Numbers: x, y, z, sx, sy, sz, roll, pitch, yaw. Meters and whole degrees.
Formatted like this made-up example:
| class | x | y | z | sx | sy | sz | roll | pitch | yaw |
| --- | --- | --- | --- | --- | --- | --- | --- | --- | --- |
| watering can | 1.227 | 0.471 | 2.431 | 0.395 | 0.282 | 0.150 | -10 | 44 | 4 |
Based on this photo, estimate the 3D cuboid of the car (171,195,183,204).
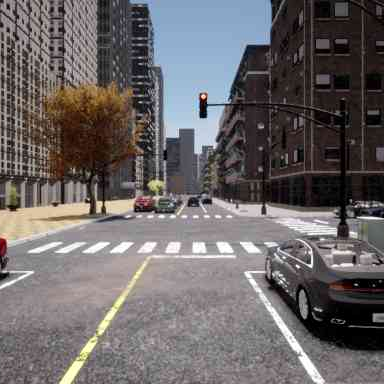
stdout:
| class | x | y | z | sx | sy | sz | roll | pitch | yaw |
| --- | --- | --- | --- | --- | --- | --- | --- | --- | --- |
| car | -2.889 | 1.402 | 65.096 | 2.097 | 1.767 | 4.553 | 0 | 0 | 1 |

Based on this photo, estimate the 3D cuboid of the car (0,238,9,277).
| class | x | y | z | sx | sy | sz | roll | pitch | yaw |
| --- | --- | --- | --- | --- | --- | --- | --- | --- | --- |
| car | -5.675 | 1.545 | 6.925 | 1.887 | 1.381 | 4.507 | 0 | 0 | 0 |

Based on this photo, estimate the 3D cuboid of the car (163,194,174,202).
| class | x | y | z | sx | sy | sz | roll | pitch | yaw |
| --- | --- | --- | --- | --- | --- | --- | --- | --- | --- |
| car | -5.508 | 1.386 | 77.973 | 2.192 | 1.841 | 5.009 | 0 | 0 | 0 |

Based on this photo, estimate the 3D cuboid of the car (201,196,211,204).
| class | x | y | z | sx | sy | sz | roll | pitch | yaw |
| --- | --- | --- | --- | --- | --- | --- | --- | --- | --- |
| car | 2.847 | 1.578 | 67.077 | 1.752 | 1.417 | 4.829 | 0 | 0 | 0 |

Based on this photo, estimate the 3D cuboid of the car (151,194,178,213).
| class | x | y | z | sx | sy | sz | roll | pitch | yaw |
| --- | --- | --- | --- | --- | --- | --- | --- | --- | --- |
| car | -2.985 | 1.371 | 36.995 | 2.097 | 1.767 | 4.553 | 0 | 0 | -1 |

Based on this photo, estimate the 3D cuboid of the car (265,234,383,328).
| class | x | y | z | sx | sy | sz | roll | pitch | yaw |
| --- | --- | --- | --- | --- | --- | --- | --- | --- | --- |
| car | 2.705 | 1.551 | 6.905 | 2.008 | 1.369 | 4.403 | 0 | 0 | 0 |

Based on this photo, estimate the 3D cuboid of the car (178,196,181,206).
| class | x | y | z | sx | sy | sz | roll | pitch | yaw |
| --- | --- | --- | --- | --- | --- | --- | --- | --- | --- |
| car | -2.990 | 1.629 | 45.979 | 1.895 | 1.301 | 4.718 | 0 | 0 | 0 |

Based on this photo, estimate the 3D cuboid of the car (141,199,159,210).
| class | x | y | z | sx | sy | sz | roll | pitch | yaw |
| --- | --- | --- | --- | --- | --- | --- | --- | --- | --- |
| car | -5.586 | 1.592 | 44.836 | 1.947 | 1.339 | 4.313 | 0 | 0 | 0 |

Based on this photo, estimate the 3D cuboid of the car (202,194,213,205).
| class | x | y | z | sx | sy | sz | roll | pitch | yaw |
| --- | --- | --- | --- | --- | --- | --- | --- | --- | --- |
| car | 2.834 | 1.611 | 61.384 | 1.947 | 1.339 | 4.313 | 0 | 0 | 0 |

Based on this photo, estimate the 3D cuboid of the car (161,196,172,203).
| class | x | y | z | sx | sy | sz | roll | pitch | yaw |
| --- | --- | --- | --- | --- | --- | --- | --- | --- | --- |
| car | -5.521 | 1.627 | 72.451 | 1.947 | 1.339 | 4.313 | 0 | 0 | 0 |

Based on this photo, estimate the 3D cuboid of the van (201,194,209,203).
| class | x | y | z | sx | sy | sz | roll | pitch | yaw |
| --- | --- | --- | --- | --- | --- | --- | --- | --- | --- |
| van | 2.860 | 1.402 | 72.431 | 1.690 | 1.788 | 3.998 | 0 | 0 | 0 |

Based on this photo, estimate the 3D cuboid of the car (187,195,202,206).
| class | x | y | z | sx | sy | sz | roll | pitch | yaw |
| --- | --- | --- | --- | --- | --- | --- | --- | --- | --- |
| car | 0.228 | 1.539 | 54.037 | 1.837 | 1.490 | 4.892 | 0 | -1 | 0 |

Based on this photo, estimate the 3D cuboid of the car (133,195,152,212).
| class | x | y | z | sx | sy | sz | roll | pitch | yaw |
| --- | --- | --- | --- | --- | --- | --- | --- | --- | --- |
| car | -5.600 | 1.336 | 39.313 | 2.192 | 1.841 | 5.009 | 0 | 0 | 0 |

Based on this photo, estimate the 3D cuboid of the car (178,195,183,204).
| class | x | y | z | sx | sy | sz | roll | pitch | yaw |
| --- | --- | --- | --- | --- | --- | --- | --- | --- | --- |
| car | -2.959 | 1.529 | 55.291 | 2.128 | 1.511 | 4.902 | 0 | 0 | 0 |

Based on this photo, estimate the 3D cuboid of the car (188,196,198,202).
| class | x | y | z | sx | sy | sz | roll | pitch | yaw |
| --- | --- | --- | --- | --- | --- | --- | --- | --- | --- |
| car | 0.182 | 1.593 | 76.791 | 2.128 | 1.511 | 4.902 | 0 | 0 | 0 |

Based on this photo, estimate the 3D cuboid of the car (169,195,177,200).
| class | x | y | z | sx | sy | sz | roll | pitch | yaw |
| --- | --- | --- | --- | --- | --- | --- | --- | --- | --- |
| car | -5.469 | 1.654 | 94.542 | 2.008 | 1.369 | 4.403 | 0 | 0 | 0 |

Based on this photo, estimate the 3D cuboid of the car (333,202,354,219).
| class | x | y | z | sx | sy | sz | roll | pitch | yaw |
| --- | --- | --- | --- | --- | --- | --- | --- | --- | --- |
| car | 13.487 | 1.350 | 26.286 | 4.403 | 1.369 | 2.008 | -1 | 1 | 0 |

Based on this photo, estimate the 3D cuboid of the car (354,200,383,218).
| class | x | y | z | sx | sy | sz | roll | pitch | yaw |
| --- | --- | --- | --- | --- | --- | --- | --- | --- | --- |
| car | 14.936 | 1.327 | 23.691 | 5.357 | 1.411 | 2.033 | -1 | 0 | 3 |
